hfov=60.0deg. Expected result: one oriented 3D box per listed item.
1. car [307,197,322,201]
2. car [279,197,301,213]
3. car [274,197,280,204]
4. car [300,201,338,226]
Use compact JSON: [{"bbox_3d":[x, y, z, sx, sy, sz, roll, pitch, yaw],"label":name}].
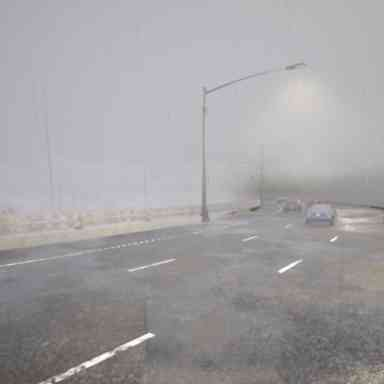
[{"bbox_3d":[19.150,1.490,52.023,2.097,1.767,4.553,0,0,13],"label":"car"},{"bbox_3d":[11.753,1.584,38.554,2.128,1.511,4.902,0,0,20],"label":"car"},{"bbox_3d":[17.631,1.676,65.714,1.812,1.442,4.674,0,0,5],"label":"car"},{"bbox_3d":[9.589,1.613,24.508,2.033,1.411,5.357,0,0,27],"label":"car"}]
